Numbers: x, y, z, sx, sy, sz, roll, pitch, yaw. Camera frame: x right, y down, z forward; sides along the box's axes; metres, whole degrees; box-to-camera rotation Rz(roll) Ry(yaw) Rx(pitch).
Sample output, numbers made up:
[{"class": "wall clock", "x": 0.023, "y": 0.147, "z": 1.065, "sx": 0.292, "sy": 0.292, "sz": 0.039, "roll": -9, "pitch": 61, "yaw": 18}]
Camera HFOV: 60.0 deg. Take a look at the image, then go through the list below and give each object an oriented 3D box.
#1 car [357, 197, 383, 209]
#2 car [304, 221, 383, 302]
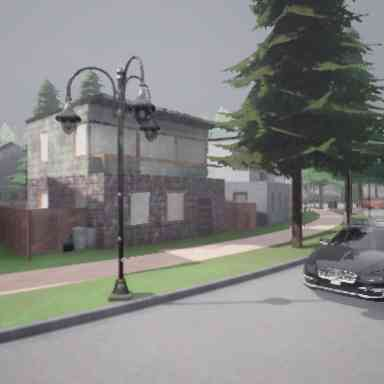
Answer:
[{"class": "car", "x": 25.843, "y": 1.566, "z": 48.093, "sx": 2.097, "sy": 1.767, "sz": 4.553, "roll": 0, "pitch": 0, "yaw": 0}, {"class": "car", "x": 4.582, "y": 1.543, "z": 8.334, "sx": 4.892, "sy": 1.490, "sz": 1.837, "roll": 0, "pitch": 0, "yaw": -45}]
